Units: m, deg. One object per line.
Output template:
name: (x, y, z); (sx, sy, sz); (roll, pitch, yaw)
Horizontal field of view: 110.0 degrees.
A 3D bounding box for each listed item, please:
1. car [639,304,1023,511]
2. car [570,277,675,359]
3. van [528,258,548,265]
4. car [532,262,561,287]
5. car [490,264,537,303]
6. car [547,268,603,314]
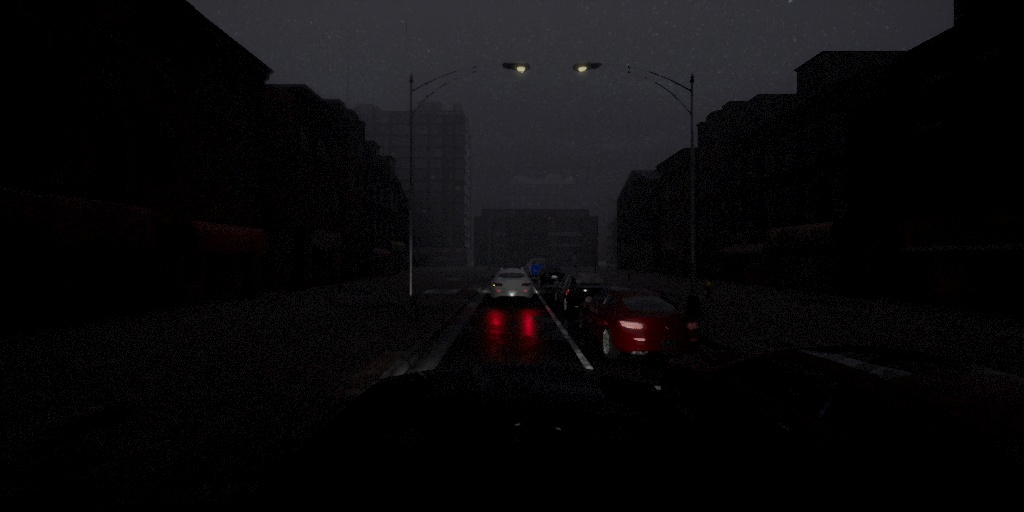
car: (2.638, 1.331, 2.689); (1.802, 1.307, 4.207); (0, 0, 0)
car: (2.638, 1.333, 8.127); (1.802, 1.307, 4.207); (0, 0, 0)
van: (2.638, 1.120, 35.314); (1.690, 1.789, 3.998); (0, 0, 0)
car: (2.638, 1.330, 24.439); (1.948, 1.339, 4.313); (0, 0, 0)
car: (0.000, 1.291, 16.500); (1.812, 1.442, 4.674); (0, 0, 0)
car: (2.638, 1.305, 13.564); (2.007, 1.370, 4.403); (0, 0, 0)
